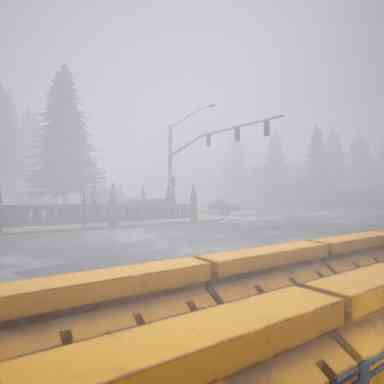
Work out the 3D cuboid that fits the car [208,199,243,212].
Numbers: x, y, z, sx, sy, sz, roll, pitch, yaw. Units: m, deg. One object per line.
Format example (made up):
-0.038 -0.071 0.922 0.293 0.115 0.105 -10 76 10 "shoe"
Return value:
3.788 1.526 38.552 1.812 1.442 4.674 0 0 -36 "car"
